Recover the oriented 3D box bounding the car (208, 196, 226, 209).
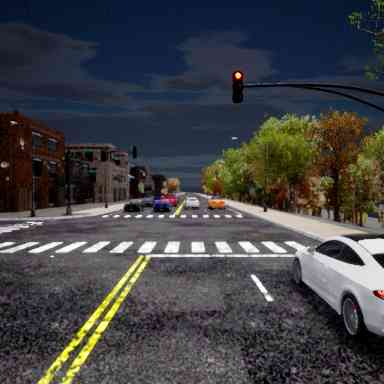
[{"bbox_3d":[3.332,1.341,45.067,2.097,1.767,4.553,0,0,0],"label":"car"}]

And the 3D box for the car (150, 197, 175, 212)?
[{"bbox_3d":[-3.353,1.591,38.429,1.895,1.301,4.718,0,0,0],"label":"car"}]

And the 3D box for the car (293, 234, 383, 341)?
[{"bbox_3d":[3.352,1.524,6.343,1.812,1.442,4.674,0,0,2],"label":"car"}]

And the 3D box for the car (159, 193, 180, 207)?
[{"bbox_3d":[-3.393,1.211,50.930,2.150,2.045,5.566,0,0,-1],"label":"car"}]

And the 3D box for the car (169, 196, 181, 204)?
[{"bbox_3d":[-3.352,1.551,65.731,1.994,1.385,4.181,0,0,1],"label":"car"}]

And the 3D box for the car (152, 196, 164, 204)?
[{"bbox_3d":[-6.604,1.512,64.922,1.812,1.442,4.674,0,0,0],"label":"car"}]

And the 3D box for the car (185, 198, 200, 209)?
[{"bbox_3d":[0.065,1.515,46.338,1.812,1.442,4.674,0,0,0],"label":"car"}]

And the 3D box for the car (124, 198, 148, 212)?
[{"bbox_3d":[-6.603,1.592,38.420,1.895,1.301,4.718,0,0,0],"label":"car"}]

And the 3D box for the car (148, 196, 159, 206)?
[{"bbox_3d":[-6.626,1.537,49.733,2.033,1.411,5.357,0,0,0],"label":"car"}]
